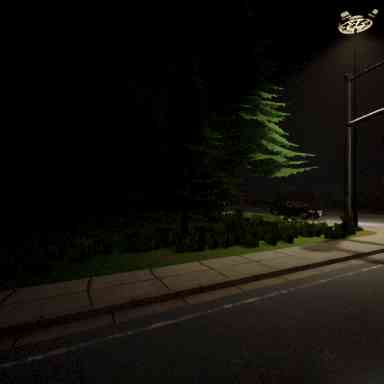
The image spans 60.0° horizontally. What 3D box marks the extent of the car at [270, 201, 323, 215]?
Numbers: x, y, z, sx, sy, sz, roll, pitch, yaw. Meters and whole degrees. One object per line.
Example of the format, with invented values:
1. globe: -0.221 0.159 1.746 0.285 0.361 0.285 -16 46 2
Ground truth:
1. car: 8.864 1.518 28.570 2.128 1.511 4.902 0 0 -35

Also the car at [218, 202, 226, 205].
1. car: 2.010 1.379 38.502 2.097 1.767 4.553 0 0 -35
